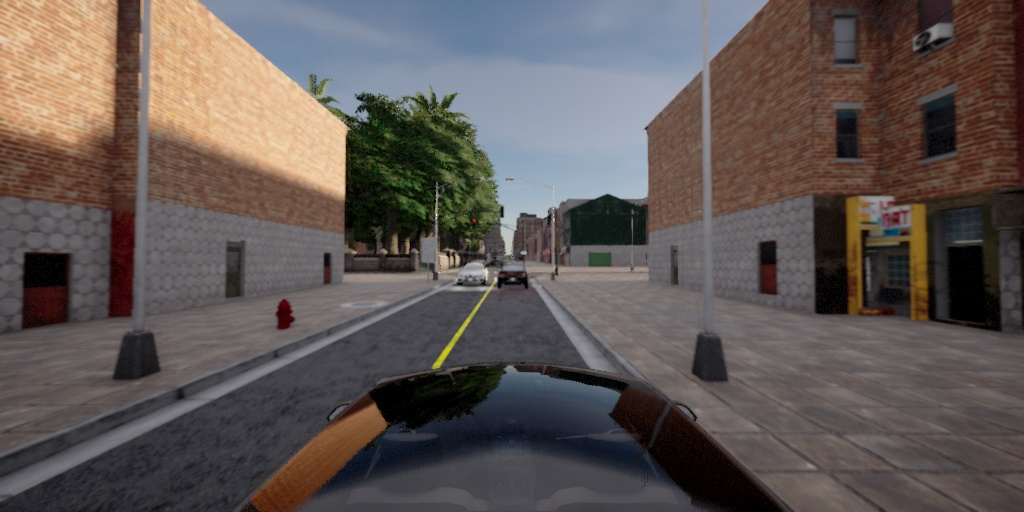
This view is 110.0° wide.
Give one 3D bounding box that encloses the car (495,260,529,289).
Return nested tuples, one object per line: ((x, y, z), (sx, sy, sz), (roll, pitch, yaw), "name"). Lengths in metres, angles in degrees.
((0.079, 1.211, 23.330), (1.882, 1.535, 5.008), (0, 0, 1), "car")

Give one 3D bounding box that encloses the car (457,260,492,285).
((-2.690, 1.251, 25.667), (1.812, 1.442, 4.674), (0, 0, 0), "car")

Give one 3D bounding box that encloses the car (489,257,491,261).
((-5.428, 1.291, 65.066), (1.948, 1.339, 4.313), (0, 0, 0), "car")

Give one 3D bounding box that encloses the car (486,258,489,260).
((-5.400, 1.271, 59.616), (2.007, 1.370, 4.403), (0, 0, 0), "car")

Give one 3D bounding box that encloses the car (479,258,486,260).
((-5.389, 1.267, 52.481), (2.007, 1.370, 4.403), (0, 0, 0), "car")
